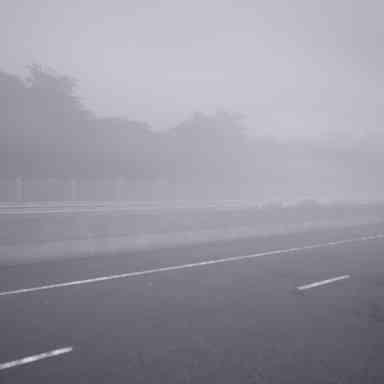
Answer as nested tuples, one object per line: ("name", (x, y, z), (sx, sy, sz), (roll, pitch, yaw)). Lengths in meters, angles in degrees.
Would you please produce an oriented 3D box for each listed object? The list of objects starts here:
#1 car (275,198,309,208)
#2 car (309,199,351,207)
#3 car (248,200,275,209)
("car", (10.901, 1.401, 32.834), (5.008, 1.535, 1.882), (-1, 0, -34))
("car", (12.897, 1.490, 29.957), (4.181, 1.385, 1.994), (-1, 0, -34))
("car", (8.240, 1.530, 35.264), (4.718, 1.301, 1.895), (-1, 0, -34))
